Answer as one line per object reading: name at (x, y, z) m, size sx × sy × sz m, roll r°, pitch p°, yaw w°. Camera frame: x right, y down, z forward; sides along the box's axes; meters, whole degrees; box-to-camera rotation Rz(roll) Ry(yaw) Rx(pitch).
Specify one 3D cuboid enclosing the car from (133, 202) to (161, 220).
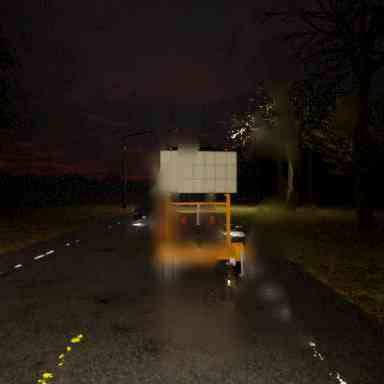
car at (-3.650, 1.551, 28.033) m, size 2.033 × 1.411 × 5.357 m, roll 0°, pitch 0°, yaw 0°

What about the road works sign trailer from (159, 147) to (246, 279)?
road works sign trailer at (0.177, 0.461, 10.120) m, size 2.380 × 3.560 × 2.880 m, roll 0°, pitch 0°, yaw -8°

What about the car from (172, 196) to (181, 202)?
car at (-3.640, 1.581, 77.982) m, size 1.882 × 1.535 × 5.008 m, roll 0°, pitch 0°, yaw 0°
